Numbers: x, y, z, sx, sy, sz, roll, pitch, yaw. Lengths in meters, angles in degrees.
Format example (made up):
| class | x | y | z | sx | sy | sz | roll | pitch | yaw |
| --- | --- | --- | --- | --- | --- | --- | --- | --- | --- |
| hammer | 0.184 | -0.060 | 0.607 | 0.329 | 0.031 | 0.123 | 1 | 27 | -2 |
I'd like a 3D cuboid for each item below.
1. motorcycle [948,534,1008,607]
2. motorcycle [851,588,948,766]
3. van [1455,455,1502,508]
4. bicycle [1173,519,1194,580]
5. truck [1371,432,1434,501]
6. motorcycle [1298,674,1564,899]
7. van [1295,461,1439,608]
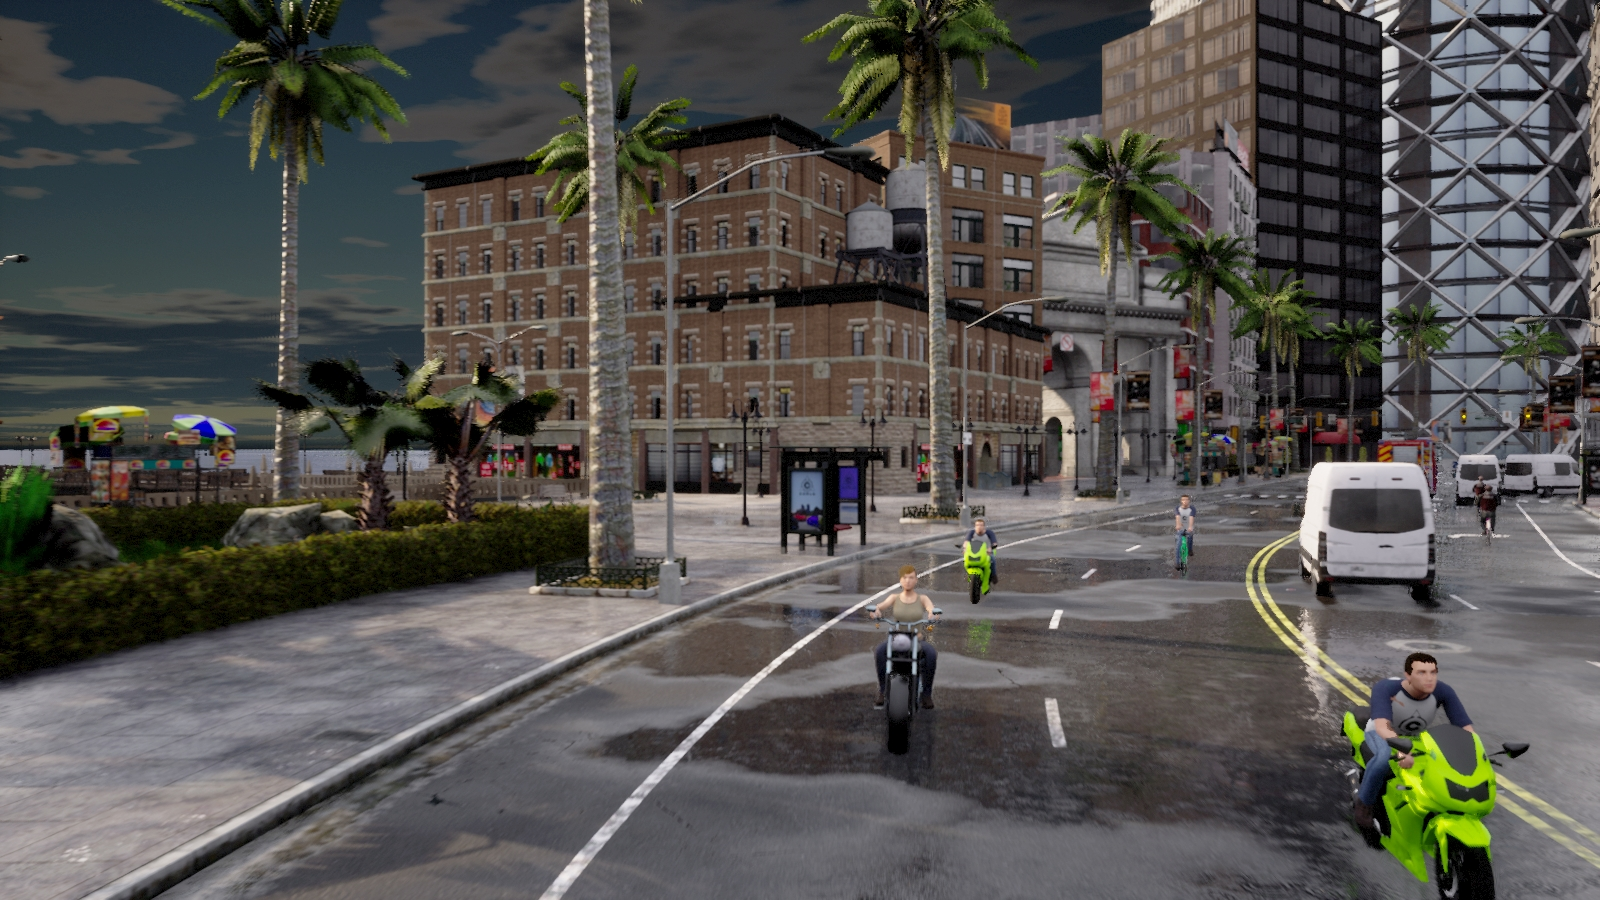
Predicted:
| class | x | y | z | sx | sy | sz | roll | pitch | yaw |
| --- | --- | --- | --- | --- | --- | --- | --- | --- | --- |
| motorcycle | 3.345 | 2.214 | 21.322 | 0.803 | 1.145 | 2.033 | 0 | 0 | 17 |
| motorcycle | 1.037 | 2.170 | 11.404 | 0.764 | 1.277 | 2.356 | 0 | 0 | 10 |
| van | 34.846 | 1.542 | 58.713 | 1.988 | 2.561 | 5.915 | 0 | 0 | 31 |
| bicycle | 8.596 | 2.208 | 25.577 | 0.373 | 1.196 | 1.643 | 1 | 1 | 21 |
| truck | 35.899 | 0.899 | 67.911 | 2.891 | 3.827 | 8.468 | 0 | 0 | 30 |
| motorcycle | 3.921 | 2.214 | 7.319 | 0.803 | 1.145 | 2.033 | 0 | 0 | 8 |
| van | 11.458 | 1.537 | 23.470 | 1.988 | 2.561 | 5.915 | 0 | 0 | 20 |
